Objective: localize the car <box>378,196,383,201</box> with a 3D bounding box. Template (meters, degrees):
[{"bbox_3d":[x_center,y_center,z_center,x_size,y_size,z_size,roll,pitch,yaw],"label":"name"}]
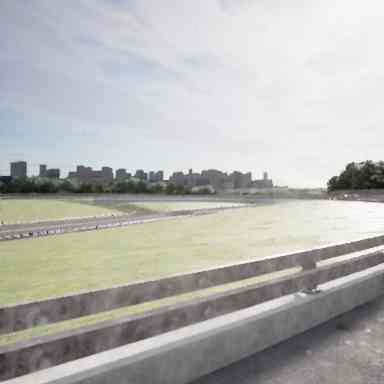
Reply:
[{"bbox_3d":[42.380,1.482,71.960,2.033,1.411,5.357,-1,0,6],"label":"car"}]
